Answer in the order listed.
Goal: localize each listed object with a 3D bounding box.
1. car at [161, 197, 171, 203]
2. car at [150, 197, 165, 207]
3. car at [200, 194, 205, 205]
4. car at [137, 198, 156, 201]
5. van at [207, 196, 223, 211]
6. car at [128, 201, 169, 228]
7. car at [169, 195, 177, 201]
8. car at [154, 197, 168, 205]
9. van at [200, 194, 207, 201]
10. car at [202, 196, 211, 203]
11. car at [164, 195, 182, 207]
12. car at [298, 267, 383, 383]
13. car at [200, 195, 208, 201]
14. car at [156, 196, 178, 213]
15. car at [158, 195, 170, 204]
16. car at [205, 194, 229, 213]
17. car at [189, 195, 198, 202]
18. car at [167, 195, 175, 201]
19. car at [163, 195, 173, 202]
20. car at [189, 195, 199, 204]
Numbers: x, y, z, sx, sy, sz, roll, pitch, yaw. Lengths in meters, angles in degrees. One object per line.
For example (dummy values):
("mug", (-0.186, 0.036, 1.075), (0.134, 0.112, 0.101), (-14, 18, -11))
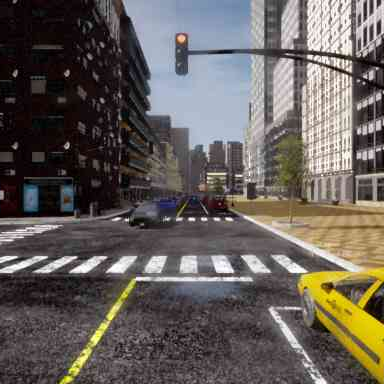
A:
("car", (-5.380, 1.639, 69.580), (1.802, 1.307, 4.206), (0, 0, 0))
("car", (-5.455, 1.581, 53.000), (2.008, 1.369, 4.403), (0, 0, 0))
("car", (2.949, 1.354, 58.488), (2.192, 1.841, 5.009), (0, 0, 0))
("car", (-5.529, 1.563, 36.420), (2.008, 1.369, 4.403), (0, 0, 0))
("van", (2.874, 1.358, 41.909), (1.690, 1.788, 3.998), (0, 0, 0))
("car", (-3.001, 1.577, 22.808), (2.033, 1.411, 5.357), (0, 0, 0))
("car", (-5.279, 1.644, 91.685), (1.887, 1.381, 4.507), (0, 0, 0))
("car", (-5.430, 1.584, 58.526), (1.887, 1.381, 4.507), (0, 0, 0))
("van", (3.099, 1.441, 91.648), (1.690, 1.788, 3.998), (0, 0, 0))
("car", (3.000, 1.602, 69.542), (1.887, 1.381, 4.507), (0, 0, 0))
("car", (-2.852, 1.533, 50.577), (1.837, 1.490, 4.892), (0, 0, 0))
("car", (2.705, 1.525, 4.140), (1.752, 1.417, 4.829), (0, 0, 0))
("car", (3.076, 1.614, 86.292), (1.752, 1.417, 4.829), (0, 0, 0))
("car", (-2.925, 1.491, 37.529), (1.882, 1.535, 5.008), (0, 0, 0))
("car", (-5.405, 1.488, 64.053), (1.967, 1.590, 4.097), (0, 0, 0))
("car", (2.849, 1.327, 36.383), (2.192, 1.841, 5.009), (0, 0, 0))
("car", (0.350, 1.570, 76.587), (1.837, 1.490, 4.892), (0, 0, 0))
("car", (-5.305, 1.613, 85.990), (1.752, 1.417, 4.829), (0, 0, 0))
("car", (-5.355, 1.507, 75.107), (1.967, 1.590, 4.097), (0, 0, 0))
("car", (0.402, 1.405, 66.692), (2.097, 1.767, 4.553), (0, 0, 0))
